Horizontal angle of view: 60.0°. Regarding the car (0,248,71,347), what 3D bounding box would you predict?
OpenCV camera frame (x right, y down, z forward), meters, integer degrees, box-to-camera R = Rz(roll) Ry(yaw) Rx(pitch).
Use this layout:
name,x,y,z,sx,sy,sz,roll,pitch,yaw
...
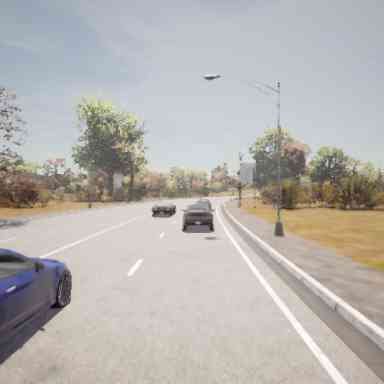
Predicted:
name,x,y,z,sx,sy,sz,roll,pitch,yaw
car,-3.375,1.523,4.892,1.812,1.442,4.674,0,0,0

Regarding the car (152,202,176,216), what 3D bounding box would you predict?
name,x,y,z,sx,sy,sz,roll,pitch,yaw
car,-2.618,1.601,32.499,1.895,1.301,4.718,0,0,3

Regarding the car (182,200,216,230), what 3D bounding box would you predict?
name,x,y,z,sx,sy,sz,roll,pitch,yaw
car,0.420,1.507,21.215,1.837,1.490,4.892,0,0,2
